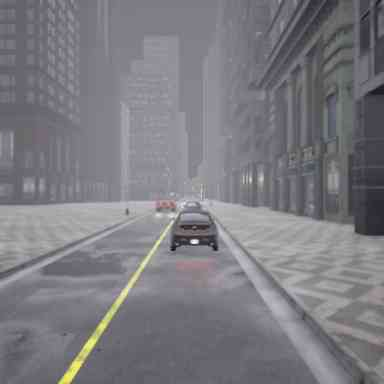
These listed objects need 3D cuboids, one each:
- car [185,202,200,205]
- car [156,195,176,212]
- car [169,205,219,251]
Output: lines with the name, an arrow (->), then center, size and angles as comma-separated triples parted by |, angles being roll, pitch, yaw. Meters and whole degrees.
car -> 0.086, 1.622, 31.271 | 1.812, 1.442, 4.674 | 0, 0, 0
car -> -3.110, 1.365, 40.409 | 2.150, 2.045, 5.566 | 0, 0, 0
car -> 0.094, 1.530, 14.307 | 1.837, 1.490, 4.892 | 0, 0, 0
